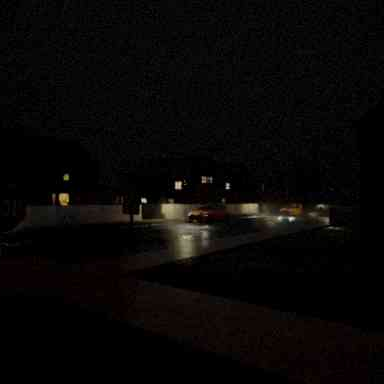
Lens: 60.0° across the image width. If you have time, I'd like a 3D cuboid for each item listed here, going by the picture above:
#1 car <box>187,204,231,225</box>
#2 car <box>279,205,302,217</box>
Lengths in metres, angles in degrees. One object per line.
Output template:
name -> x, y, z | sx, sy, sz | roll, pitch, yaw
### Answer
car -> 1.542, 1.885, 29.143 | 2.097, 1.767, 4.553 | 0, -2, 35
car -> 13.751, 2.568, 46.341 | 1.882, 1.535, 5.008 | 0, -2, 35
